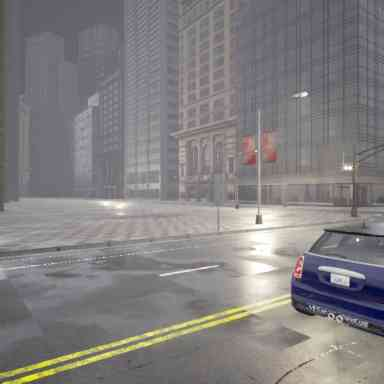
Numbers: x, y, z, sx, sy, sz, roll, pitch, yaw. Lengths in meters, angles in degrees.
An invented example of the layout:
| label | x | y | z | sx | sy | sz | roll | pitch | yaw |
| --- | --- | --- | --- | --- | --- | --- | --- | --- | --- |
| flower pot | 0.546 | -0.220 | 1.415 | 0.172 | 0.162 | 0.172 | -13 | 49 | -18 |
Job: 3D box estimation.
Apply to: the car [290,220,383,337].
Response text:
| label | x | y | z | sx | sy | sz | roll | pitch | yaw |
| --- | --- | --- | --- | --- | --- | --- | --- | --- | --- |
| car | 3.974 | 1.352 | 6.293 | 4.553 | 1.767 | 2.097 | 0 | 0 | -36 |
